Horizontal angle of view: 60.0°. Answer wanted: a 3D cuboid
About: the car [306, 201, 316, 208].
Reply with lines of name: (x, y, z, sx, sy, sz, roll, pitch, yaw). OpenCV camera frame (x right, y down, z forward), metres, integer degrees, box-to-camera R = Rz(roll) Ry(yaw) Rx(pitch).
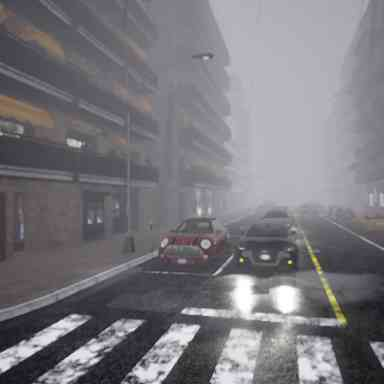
car: (27.008, 2.811, 75.529, 1.967, 1.590, 4.097, -1, -1, 16)

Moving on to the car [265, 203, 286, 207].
car: (8.286, 2.080, 31.210, 2.128, 1.511, 4.902, -1, -1, 16)

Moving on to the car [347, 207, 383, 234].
car: (11.451, 1.833, 21.275, 1.752, 1.417, 4.829, -1, -1, 16)

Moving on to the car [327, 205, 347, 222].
car: (14.524, 2.057, 31.993, 1.887, 1.381, 4.507, -1, -1, 16)

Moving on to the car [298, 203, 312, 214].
car: (16.660, 2.418, 49.192, 1.812, 1.442, 4.674, -1, -1, 16)

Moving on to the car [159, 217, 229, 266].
car: (0.233, 1.723, 12.554, 1.967, 1.590, 4.097, -1, -1, 16)

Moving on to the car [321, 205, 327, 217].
car: (16.085, 2.164, 37.434, 1.887, 1.381, 4.507, -1, -1, 16)

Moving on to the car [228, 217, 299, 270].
car: (2.738, 1.794, 11.893, 1.994, 1.385, 4.181, -1, -1, 16)

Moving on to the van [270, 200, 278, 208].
van: (20.519, 2.999, 83.301, 1.690, 1.788, 3.998, -1, -1, 16)

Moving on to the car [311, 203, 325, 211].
car: (22.328, 2.598, 59.202, 2.008, 1.369, 4.403, -1, -1, 16)

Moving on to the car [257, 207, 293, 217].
car: (5.482, 1.929, 21.462, 1.812, 1.442, 4.674, -1, -1, 16)

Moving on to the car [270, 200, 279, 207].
car: (22.077, 3.089, 88.742, 2.192, 1.841, 5.009, -1, -2, 16)

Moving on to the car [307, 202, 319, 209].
car: (25.449, 2.807, 70.087, 1.887, 1.381, 4.507, -1, -1, 16)

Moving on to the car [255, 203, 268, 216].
car: (9.597, 2.485, 45.201, 1.802, 1.307, 4.206, -1, -1, 16)

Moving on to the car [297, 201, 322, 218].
car: (13.780, 2.183, 38.986, 2.128, 1.511, 4.902, -1, -1, 16)

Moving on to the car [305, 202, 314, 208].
car: (28.571, 3.063, 80.969, 1.802, 1.307, 4.206, -1, -2, 16)

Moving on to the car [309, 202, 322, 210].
car: (23.889, 2.706, 64.644, 2.008, 1.369, 4.403, -1, -1, 16)

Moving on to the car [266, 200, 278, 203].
car: (15.836, 2.647, 66.976, 2.192, 1.841, 5.009, -1, -1, 16)
